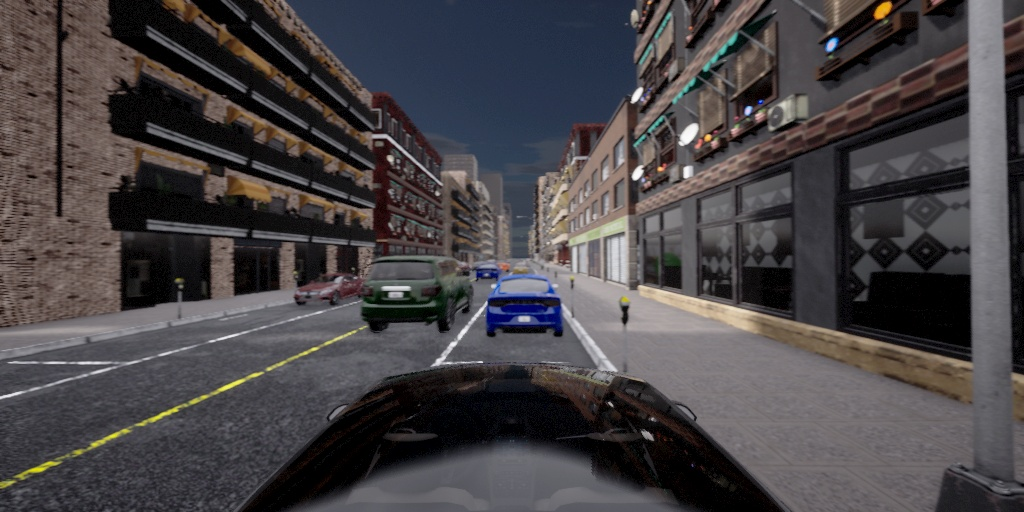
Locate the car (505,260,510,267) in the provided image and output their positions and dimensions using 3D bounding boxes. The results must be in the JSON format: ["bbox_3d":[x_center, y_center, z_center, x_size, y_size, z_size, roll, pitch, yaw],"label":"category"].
[{"bbox_3d":[-1.387,1.269,48.366,2.097,1.767,4.553,-1,0,2],"label":"car"}]

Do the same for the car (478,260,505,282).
[{"bbox_3d":[-1.925,1.343,30.909,1.882,1.535,5.008,-1,0,2],"label":"car"}]

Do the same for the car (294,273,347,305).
[{"bbox_3d":[-8.236,1.456,16.701,1.802,1.307,4.207,0,0,2],"label":"car"}]

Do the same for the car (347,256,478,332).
[{"bbox_3d":[-2.644,1.028,11.233,2.150,2.045,5.566,-1,0,3],"label":"car"}]

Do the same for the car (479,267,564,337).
[{"bbox_3d":[0.365,1.254,10.422,1.882,1.535,5.008,-1,0,2],"label":"car"}]

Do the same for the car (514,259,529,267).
[{"bbox_3d":[0.971,1.391,39.090,1.751,1.417,4.829,0,0,2],"label":"car"}]
